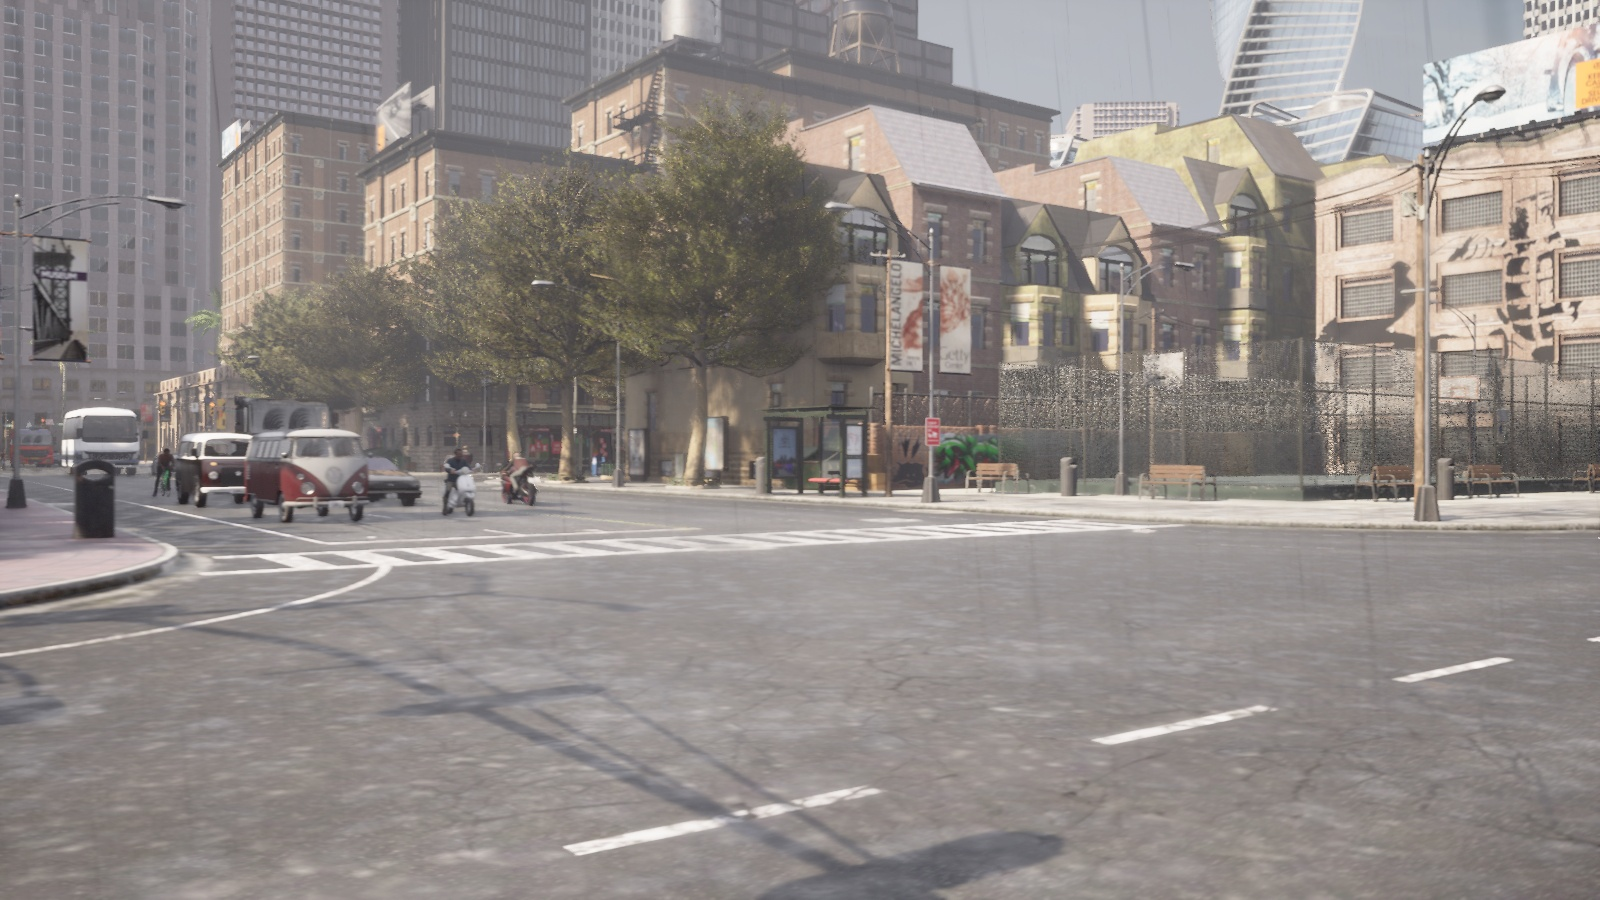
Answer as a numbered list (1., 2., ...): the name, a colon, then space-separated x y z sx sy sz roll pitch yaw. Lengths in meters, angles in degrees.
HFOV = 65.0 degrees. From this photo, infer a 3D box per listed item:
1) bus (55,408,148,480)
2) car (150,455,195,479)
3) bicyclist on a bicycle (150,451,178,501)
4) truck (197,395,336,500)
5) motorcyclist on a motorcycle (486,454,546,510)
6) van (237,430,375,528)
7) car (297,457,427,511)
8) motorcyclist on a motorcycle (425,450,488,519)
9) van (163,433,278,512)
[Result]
1. bus: -44.443 -0.329 79.743 3.944 4.253 10.273 0 0 -36
2. car: -39.372 1.059 78.724 1.812 1.442 4.674 0 0 -36
3. bicyclist on a bicycle: -21.203 0.852 41.856 0.582 1.620 1.656 0 0 -36
4. truck: -19.377 -0.078 45.295 2.891 3.462 7.936 0 0 -36
5. motorcyclist on a motorcycle: -8.104 0.889 35.751 0.866 1.530 2.191 0 0 -36
6. van: -11.034 0.593 27.879 1.775 1.987 4.442 0 0 -36
7. car: -12.638 0.913 36.030 2.033 1.411 5.357 0 0 -36
8. motorcyclist on a motorcycle: -8.189 0.793 29.904 0.866 1.590 1.817 0 0 -36
9. van: -16.212 0.594 34.999 2.069 2.038 4.480 0 0 -36
